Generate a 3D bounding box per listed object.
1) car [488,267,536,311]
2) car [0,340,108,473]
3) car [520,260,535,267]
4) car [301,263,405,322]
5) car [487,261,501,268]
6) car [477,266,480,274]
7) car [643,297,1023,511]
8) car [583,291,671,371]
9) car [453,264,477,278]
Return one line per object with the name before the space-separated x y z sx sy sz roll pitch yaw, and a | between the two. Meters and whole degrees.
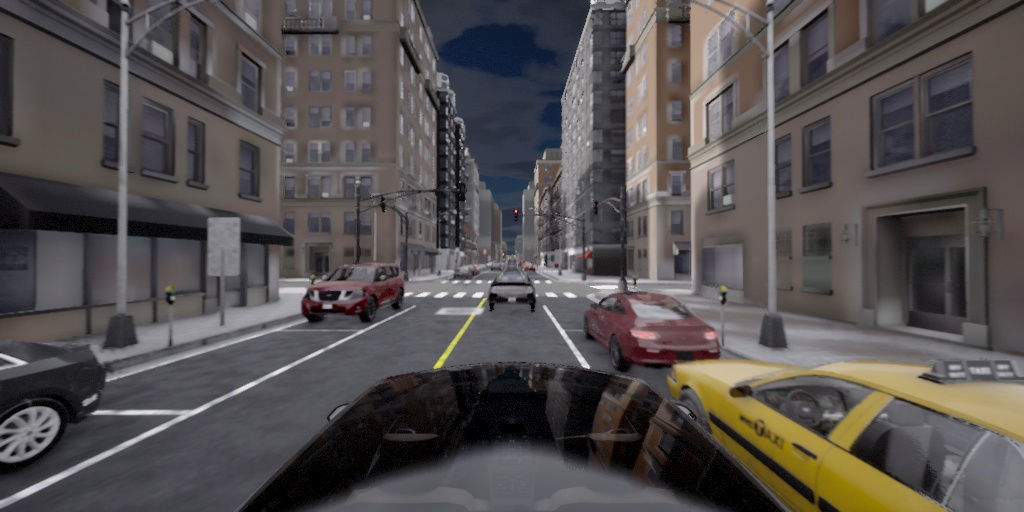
car | 0.014 1.382 15.351 2.128 1.511 4.902 0 0 0
car | -5.388 1.305 2.142 2.007 1.370 4.403 0 0 0
car | 2.631 1.737 55.784 1.967 1.591 4.097 0 0 0
car | -5.389 1.180 12.967 2.192 1.841 5.009 0 0 0
car | -2.809 1.866 62.206 1.837 1.490 4.892 0 -1 1
car | -5.393 1.735 44.883 1.888 1.381 4.507 0 0 0
car | 2.637 1.280 2.304 1.751 1.417 4.829 0 0 0
car | 2.637 1.392 7.547 1.802 1.307 4.207 0 0 0
car | -5.392 1.685 39.429 2.007 1.370 4.403 0 0 0
